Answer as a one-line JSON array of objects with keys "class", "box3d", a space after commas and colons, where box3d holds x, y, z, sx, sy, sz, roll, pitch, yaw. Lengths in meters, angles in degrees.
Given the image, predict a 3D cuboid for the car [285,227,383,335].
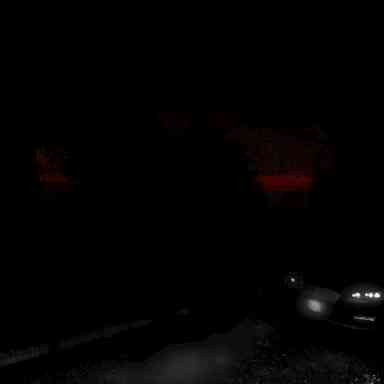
[{"class": "car", "box3d": [3.858, 1.504, 6.650, 4.902, 1.511, 2.128, 0, 0, -37]}]
